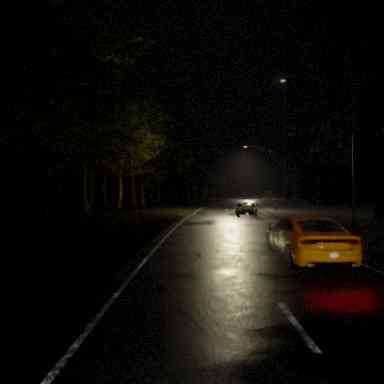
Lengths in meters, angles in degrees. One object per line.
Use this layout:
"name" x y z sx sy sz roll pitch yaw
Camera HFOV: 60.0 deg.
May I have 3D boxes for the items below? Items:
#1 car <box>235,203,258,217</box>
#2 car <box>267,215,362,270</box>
"car" 5.156 1.673 32.086 1.895 1.301 4.718 0 0 5
"car" 3.826 1.524 11.246 1.882 1.535 5.008 0 0 2
